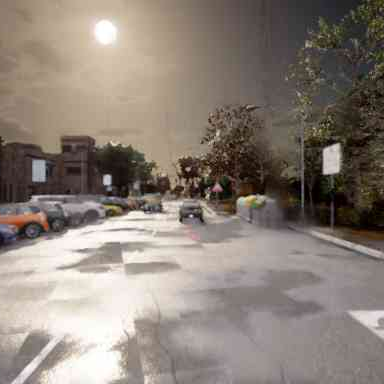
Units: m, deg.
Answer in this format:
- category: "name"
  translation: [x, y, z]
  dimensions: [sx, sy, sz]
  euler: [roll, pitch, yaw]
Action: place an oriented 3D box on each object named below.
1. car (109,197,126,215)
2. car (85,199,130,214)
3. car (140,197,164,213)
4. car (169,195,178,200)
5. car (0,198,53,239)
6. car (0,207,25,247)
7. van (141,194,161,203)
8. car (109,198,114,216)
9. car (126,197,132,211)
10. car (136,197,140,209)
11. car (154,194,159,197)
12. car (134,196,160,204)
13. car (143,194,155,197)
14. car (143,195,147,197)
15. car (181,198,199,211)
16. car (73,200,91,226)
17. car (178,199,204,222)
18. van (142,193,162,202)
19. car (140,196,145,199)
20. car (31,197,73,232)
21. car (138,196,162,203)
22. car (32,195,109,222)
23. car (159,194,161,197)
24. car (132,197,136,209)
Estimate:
- category: "car"
  translation: [-9.305, 1.526, 31.255]
  dimensions: [5.366, 1.575, 1.946]
  euler: [-1, 0, -20]
- category: "car"
  translation: [-9.480, 1.589, 37.190]
  dimensions: [4.674, 1.452, 2.002]
  euler: [-1, 0, -20]
- category: "car"
  translation: [-4.255, 1.627, 37.053]
  dimensions: [1.994, 1.385, 4.181]
  euler: [0, 0, 0]
- category: "car"
  translation: [-4.362, 1.333, 78.479]
  dimensions: [2.097, 1.767, 4.553]
  euler: [0, 0, 0]
- category: "car"
  translation: [-9.437, 1.375, 16.181]
  dimensions: [4.553, 1.767, 2.185]
  euler: [-1, 0, -20]
- category: "car"
  translation: [-9.465, 1.538, 13.172]
  dimensions: [4.674, 1.452, 2.002]
  euler: [-1, 0, -20]
- category: "van"
  translation: [-9.823, 1.431, 79.164]
  dimensions: [4.442, 1.987, 1.878]
  euler: [-1, 1, -21]
- category: "car"
  translation: [-9.449, 1.553, 28.197]
  dimensions: [4.792, 1.488, 2.163]
  euler: [-1, 0, -20]
- category: "car"
  translation: [-9.471, 1.288, 34.213]
  dimensions: [5.566, 2.045, 2.435]
  euler: [-1, -1, -20]
- category: "car"
  translation: [-9.524, 1.446, 43.189]
  dimensions: [4.553, 1.767, 2.185]
  euler: [-1, 0, -20]
- category: "car"
  translation: [-9.380, 1.646, 61.266]
  dimensions: [5.366, 1.575, 1.946]
  euler: [-1, -1, -20]
- category: "car"
  translation: [-9.811, 1.697, 73.150]
  dimensions: [5.366, 1.575, 1.946]
  euler: [-1, 0, -20]
- category: "car"
  translation: [-9.546, 1.638, 58.200]
  dimensions: [4.892, 1.521, 2.231]
  euler: [-1, -1, -20]
- category: "car"
  translation: [-9.506, 1.636, 49.200]
  dimensions: [4.674, 1.452, 2.002]
  euler: [-1, -1, -20]
- category: "car"
  translation: [-0.206, 1.575, 42.793]
  dimensions: [2.128, 1.511, 4.902]
  euler: [0, 0, 0]
- category: "car"
  translation: [-9.448, 1.540, 22.196]
  dimensions: [4.792, 1.488, 2.163]
  euler: [-1, 0, -20]
- category: "car"
  translation: [-0.075, 1.539, 26.964]
  dimensions: [1.837, 1.490, 4.892]
  euler: [0, 0, 0]
- category: "van"
  translation: [-9.862, 1.405, 82.165]
  dimensions: [4.442, 1.987, 1.878]
  euler: [-1, 1, -21]
- category: "car"
  translation: [-9.469, 1.612, 46.208]
  dimensions: [4.792, 1.488, 2.163]
  euler: [-1, -1, -20]
- category: "car"
  translation: [-9.440, 1.379, 19.182]
  dimensions: [4.553, 1.767, 2.185]
  euler: [-1, 0, -20]
- category: "car"
  translation: [-9.681, 1.680, 76.220]
  dimensions: [5.008, 1.535, 2.097]
  euler: [-1, 0, -21]
- category: "car"
  translation: [-9.453, 1.265, 25.196]
  dimensions: [5.566, 2.045, 2.435]
  euler: [-1, 0, -20]
- category: "car"
  translation: [-9.397, 1.659, 64.267]
  dimensions: [5.366, 1.575, 1.946]
  euler: [-1, -1, -20]
- category: "car"
  translation: [-9.520, 1.434, 40.187]
  dimensions: [4.553, 1.767, 2.185]
  euler: [-1, 0, -20]
